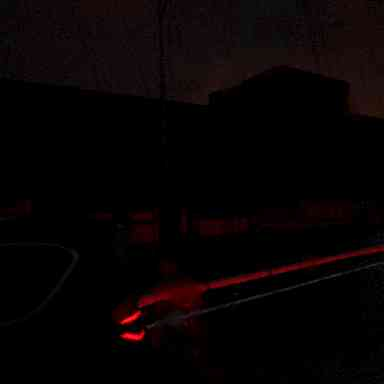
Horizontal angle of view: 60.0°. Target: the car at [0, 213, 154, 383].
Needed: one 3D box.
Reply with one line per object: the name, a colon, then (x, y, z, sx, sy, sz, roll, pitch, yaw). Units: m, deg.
car: (-2.923, 1.230, 1.906, 5.566, 2.045, 2.150, 0, 0, -36)
